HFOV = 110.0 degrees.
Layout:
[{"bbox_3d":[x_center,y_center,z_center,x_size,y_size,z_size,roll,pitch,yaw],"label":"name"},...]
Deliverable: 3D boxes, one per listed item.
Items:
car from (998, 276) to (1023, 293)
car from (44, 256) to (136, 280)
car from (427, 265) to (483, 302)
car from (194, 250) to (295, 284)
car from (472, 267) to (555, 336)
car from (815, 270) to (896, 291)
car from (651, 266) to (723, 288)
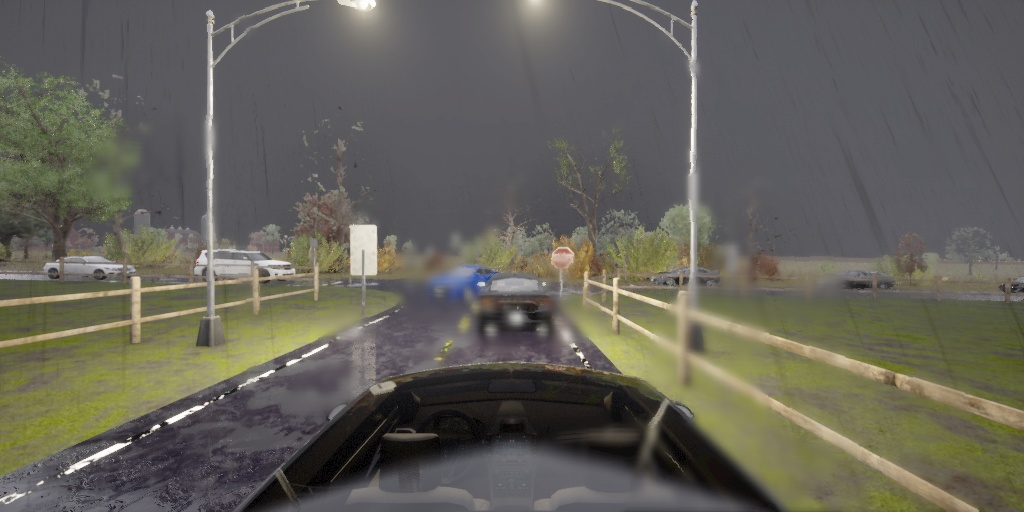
[{"bbox_3d":[38.650,2.086,26.062,4.892,1.490,1.837,2,1,0],"label":"car"},{"bbox_3d":[-27.209,0.730,23.149,4.674,1.442,1.812,1,1,0],"label":"car"},{"bbox_3d":[-2.177,1.225,17.455,1.882,1.535,5.008,-1,-1,22],"label":"car"},{"bbox_3d":[-17.161,0.644,23.147,5.566,2.045,2.150,1,1,0],"label":"car"},{"bbox_3d":[0.064,1.226,10.429,1.882,1.535,5.008,0,0,-1],"label":"car"},{"bbox_3d":[24.906,1.781,26.087,4.902,1.511,2.128,1,1,0],"label":"car"},{"bbox_3d":[12.671,1.518,26.092,4.902,1.511,2.128,1,1,0],"label":"car"}]
